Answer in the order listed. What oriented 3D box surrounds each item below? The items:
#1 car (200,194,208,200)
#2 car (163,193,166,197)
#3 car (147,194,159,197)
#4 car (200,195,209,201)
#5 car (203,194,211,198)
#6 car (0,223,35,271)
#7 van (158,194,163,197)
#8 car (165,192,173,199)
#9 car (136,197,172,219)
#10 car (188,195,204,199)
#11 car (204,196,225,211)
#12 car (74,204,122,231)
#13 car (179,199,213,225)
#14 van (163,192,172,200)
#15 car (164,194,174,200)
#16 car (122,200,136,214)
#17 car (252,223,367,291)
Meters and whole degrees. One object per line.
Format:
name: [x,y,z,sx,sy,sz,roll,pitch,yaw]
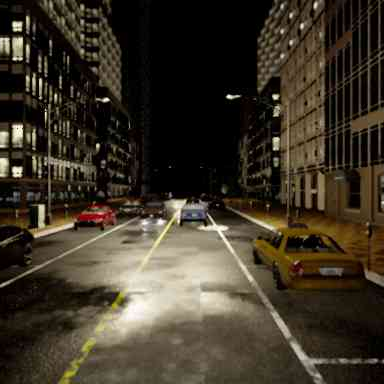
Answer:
car: [2.700,1.174,77.053,1.752,1.417,4.829,0,0,0]
car: [-5.683,1.343,54.131,1.802,1.307,4.206,0,0,0]
car: [-5.684,1.359,42.746,1.887,1.381,4.507,0,0,0]
car: [2.700,1.260,71.191,1.802,1.307,4.206,0,0,0]
car: [2.700,1.174,59.806,1.967,1.590,4.097,0,0,0]
car: [-5.687,1.531,8.593,1.947,1.339,4.313,0,0,0]
van: [-5.682,1.129,48.438,1.690,1.788,3.998,0,0,0]
car: [-5.680,1.118,71.206,1.967,1.590,4.097,0,0,0]
car: [-3.090,1.428,28.092,2.033,1.411,5.357,0,0,0]
car: [0.104,1.365,41.924,2.033,1.411,5.357,0,0,0]
car: [2.696,1.406,37.040,1.947,1.339,4.313,0,0,0]
car: [-5.686,1.498,19.976,1.802,1.307,4.206,0,0,0]
car: [0.101,1.451,22.906,2.033,1.411,5.357,0,0,0]
van: [-5.679,0.991,76.898,1.690,1.788,3.998,0,0,0]
car: [-5.680,1.187,82.592,1.947,1.339,4.313,0,0,0]
car: [-5.685,1.417,31.362,2.008,1.369,4.403,0,0,0]
car: [2.694,1.489,8.749,1.752,1.417,4.829,0,0,0]
